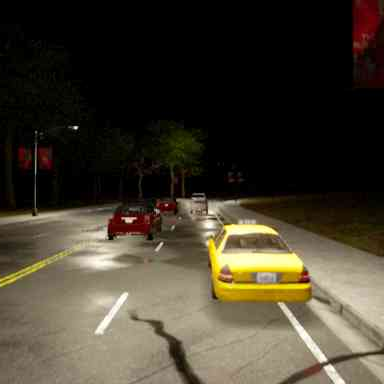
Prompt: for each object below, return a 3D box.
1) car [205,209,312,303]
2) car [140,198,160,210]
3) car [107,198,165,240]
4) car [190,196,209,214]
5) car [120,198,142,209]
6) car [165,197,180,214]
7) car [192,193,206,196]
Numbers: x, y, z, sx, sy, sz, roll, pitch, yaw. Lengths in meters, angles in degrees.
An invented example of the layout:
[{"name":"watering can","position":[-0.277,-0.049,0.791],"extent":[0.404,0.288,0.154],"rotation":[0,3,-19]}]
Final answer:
[{"name":"car","position":[1.330,1.448,8.280],"extent":[1.801,1.575,5.366],"rotation":[0,0,1]},{"name":"car","position":[-5.540,1.507,43.945],"extent":[1.812,1.442,4.674],"rotation":[0,0,3]},{"name":"car","position":[-2.786,1.338,17.054],"extent":[2.097,1.767,4.553],"rotation":[0,0,1]},{"name":"car","position":[0.791,1.509,35.321],"extent":[1.812,1.442,4.674],"rotation":[0,0,1]},{"name":"car","position":[-8.594,1.547,47.141],"extent":[1.994,1.385,4.181],"rotation":[0,0,4]},{"name":"car","position":[-2.434,1.337,35.006],"extent":[2.097,1.767,4.553],"rotation":[0,0,2]},{"name":"car","position":[1.041,1.198,45.205],"extent":[2.150,2.045,5.566],"rotation":[0,0,5]}]
